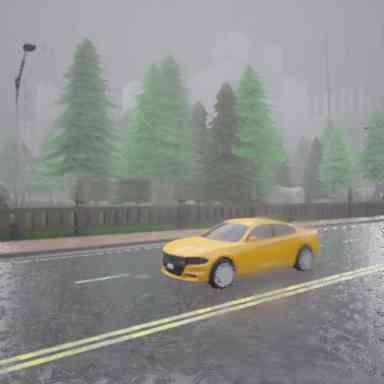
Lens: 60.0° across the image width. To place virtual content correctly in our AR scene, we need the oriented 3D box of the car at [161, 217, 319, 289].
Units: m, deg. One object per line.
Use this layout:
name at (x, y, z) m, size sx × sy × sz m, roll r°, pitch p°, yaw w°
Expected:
car at (1.516, 1.496, 9.369) m, size 5.008 × 1.535 × 1.882 m, roll 0°, pitch 0°, yaw -35°
